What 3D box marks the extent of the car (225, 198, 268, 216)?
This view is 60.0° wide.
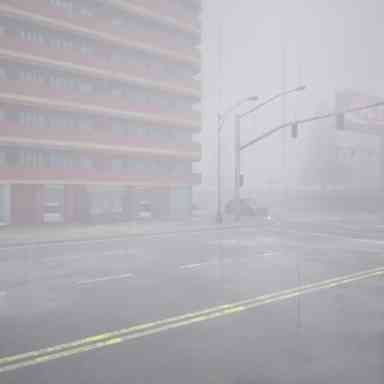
[{"bbox_3d":[5.272,1.352,32.413,2.097,1.767,4.553,0,0,-34],"label":"car"}]

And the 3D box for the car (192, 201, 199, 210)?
[{"bbox_3d":[-0.947,1.526,41.682,1.812,1.442,4.674,0,0,-34],"label":"car"}]
